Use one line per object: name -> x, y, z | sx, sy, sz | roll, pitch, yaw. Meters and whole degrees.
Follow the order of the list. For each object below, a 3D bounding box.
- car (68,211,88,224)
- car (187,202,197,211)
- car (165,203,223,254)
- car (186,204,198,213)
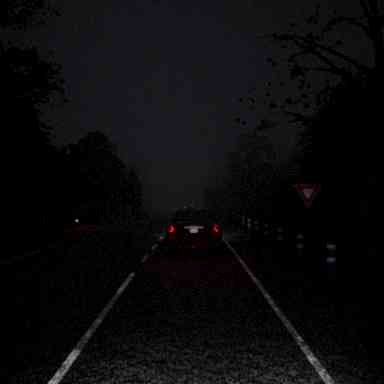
car -> -10.399, 1.972, 27.381 | 1.895, 1.301, 4.718 | -4, 2, -42
car -> -0.064, 3.156, 72.407 | 2.097, 1.767, 4.553 | 0, -2, 0
car -> 0.072, 1.466, 13.894 | 2.097, 1.767, 4.553 | -1, -2, 0
car -> -0.055, 3.018, 62.241 | 2.128, 1.511, 4.902 | 0, -2, 0
